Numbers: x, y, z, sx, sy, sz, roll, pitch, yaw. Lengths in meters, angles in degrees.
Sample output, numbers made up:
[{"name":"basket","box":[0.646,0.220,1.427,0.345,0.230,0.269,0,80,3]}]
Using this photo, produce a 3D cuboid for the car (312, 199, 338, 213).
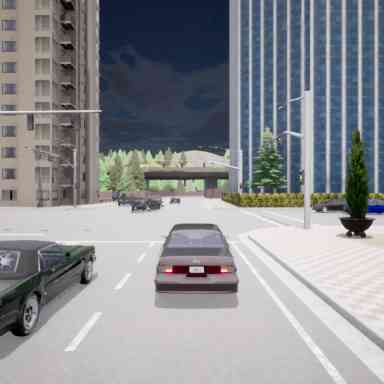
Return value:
[{"name":"car","box":[15.677,1.505,36.499,4.892,1.490,1.837,0,0,0]}]

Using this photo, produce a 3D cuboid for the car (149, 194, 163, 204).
[{"name":"car","box":[-6.899,1.352,63.716,2.097,1.767,4.553,0,0,1]}]

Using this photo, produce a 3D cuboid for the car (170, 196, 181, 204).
[{"name":"car","box":[-3.234,1.525,65.987,1.812,1.442,4.674,0,0,0]}]

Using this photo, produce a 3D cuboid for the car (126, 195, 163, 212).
[{"name":"car","box":[-5.172,1.505,38.665,1.837,1.490,4.892,1,1,26]}]

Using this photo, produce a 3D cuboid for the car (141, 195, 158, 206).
[{"name":"car","box":[-6.959,1.352,54.827,2.097,1.767,4.553,0,0,0]}]

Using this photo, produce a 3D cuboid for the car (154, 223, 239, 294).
[{"name":"car","box":[0.096,1.547,8.943,2.033,1.411,5.357,0,0,0]}]

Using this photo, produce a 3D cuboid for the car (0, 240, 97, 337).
[{"name":"car","box":[-3.423,1.601,6.606,1.895,1.301,4.718,0,0,1]}]

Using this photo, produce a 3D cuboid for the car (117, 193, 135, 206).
[{"name":"car","box":[-10.466,1.221,53.861,2.150,2.045,5.566,0,0,0]}]

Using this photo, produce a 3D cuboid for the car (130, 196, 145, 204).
[{"name":"car","box":[-10.394,1.547,64.101,2.033,1.411,5.357,0,0,1]}]

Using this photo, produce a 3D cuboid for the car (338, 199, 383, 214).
[{"name":"car","box":[17.628,1.478,33.014,5.008,1.535,1.882,0,0,0]}]
